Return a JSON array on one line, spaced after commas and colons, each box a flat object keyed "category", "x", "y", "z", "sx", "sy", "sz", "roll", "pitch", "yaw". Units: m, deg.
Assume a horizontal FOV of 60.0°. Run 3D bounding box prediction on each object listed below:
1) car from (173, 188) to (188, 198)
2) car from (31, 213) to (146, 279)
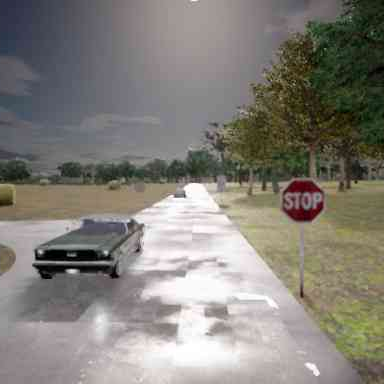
[{"category": "car", "x": -1.781, "y": 0.117, "z": 49.426, "sx": 1.812, "sy": 1.442, "sz": 4.674, "roll": 0, "pitch": 2, "yaw": 1}, {"category": "car", "x": -2.560, "y": 1.338, "z": 9.411, "sx": 1.895, "sy": 1.301, "sz": 4.718, "roll": 0, "pitch": 2, "yaw": 1}]
